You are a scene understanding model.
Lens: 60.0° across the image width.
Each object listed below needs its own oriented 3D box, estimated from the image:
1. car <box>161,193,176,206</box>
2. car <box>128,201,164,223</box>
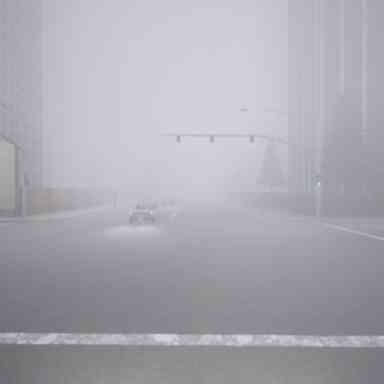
[{"bbox_3d":[-3.438,1.330,51.023,2.128,1.511,4.902,0,0,0],"label":"car"},{"bbox_3d":[-3.470,1.535,24.822,1.895,1.301,4.718,0,0,0],"label":"car"}]
